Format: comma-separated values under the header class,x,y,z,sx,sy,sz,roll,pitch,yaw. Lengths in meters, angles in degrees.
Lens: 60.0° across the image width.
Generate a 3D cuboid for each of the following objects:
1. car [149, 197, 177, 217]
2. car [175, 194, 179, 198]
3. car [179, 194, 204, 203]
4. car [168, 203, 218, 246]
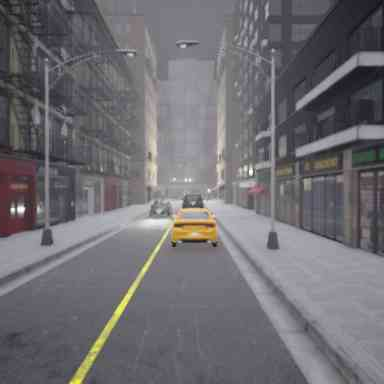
class,x,y,z,sx,sy,sz,roll,pitch,yaw
car,-2.845,1.484,31.069,2.128,1.511,4.902,0,0,0
car,-2.748,1.150,72.308,1.812,1.442,4.674,0,0,0
car,0.100,1.209,34.256,2.150,2.045,5.566,0,0,0
car,0.098,1.482,15.317,1.882,1.535,5.008,0,0,0
